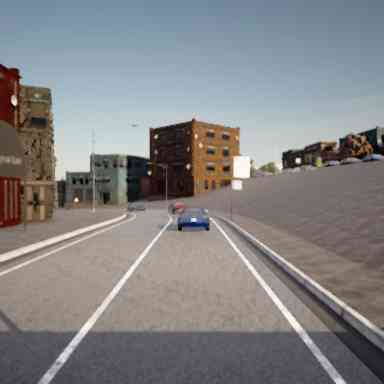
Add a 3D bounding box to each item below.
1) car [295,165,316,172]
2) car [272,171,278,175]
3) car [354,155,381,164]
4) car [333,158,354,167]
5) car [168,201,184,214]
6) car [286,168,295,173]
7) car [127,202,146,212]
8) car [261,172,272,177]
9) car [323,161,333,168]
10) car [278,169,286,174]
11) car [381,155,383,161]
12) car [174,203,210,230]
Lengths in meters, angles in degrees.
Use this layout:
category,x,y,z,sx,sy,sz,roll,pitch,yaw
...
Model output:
category,x,y,z,sx,sy,sz,roll,pitch,yaw
car,21.515,-4.248,62.067,2.185,1.767,4.553,0,1,-1
car,21.158,-4.424,78.753,2.185,1.767,4.553,0,1,-1
car,22.108,-3.794,40.070,2.002,1.452,4.674,0,1,-2
car,21.876,-3.926,45.612,2.231,1.521,4.892,0,1,-1
car,-1.707,1.853,39.848,1.812,1.442,4.674,0,-1,-13
car,21.398,-4.141,67.561,2.002,1.452,4.674,0,1,-1
car,-8.009,2.160,47.660,1.994,1.385,4.181,0,-2,-22
car,20.921,-4.398,89.768,2.231,1.521,4.892,0,0,-1
car,21.750,-4.000,51.130,2.231,1.521,4.892,0,1,-1
car,21.276,-4.369,73.234,2.185,1.767,4.553,0,1,-1
car,22.458,-3.737,34.533,2.097,1.535,5.008,0,1,-4
car,0.097,1.622,21.593,1.994,1.385,4.181,0,0,0
